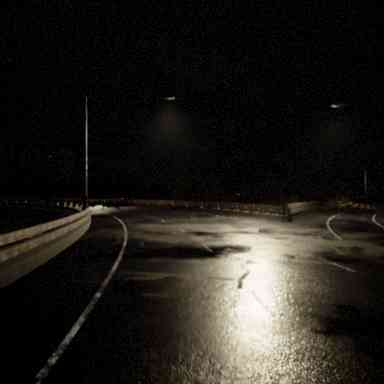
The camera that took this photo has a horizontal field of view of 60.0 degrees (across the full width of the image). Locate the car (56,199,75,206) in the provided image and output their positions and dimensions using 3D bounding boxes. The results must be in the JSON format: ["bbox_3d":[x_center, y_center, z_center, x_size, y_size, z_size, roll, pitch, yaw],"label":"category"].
[{"bbox_3d":[-26.532,2.106,68.907,1.882,1.535,5.008,0,-1,-44],"label":"car"}]

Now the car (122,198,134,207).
[{"bbox_3d":[-12.649,1.888,62.240,2.097,1.767,4.553,0,0,-34],"label":"car"}]

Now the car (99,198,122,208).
[{"bbox_3d":[-14.413,2.075,58.652,1.994,1.385,4.181,0,-1,-33],"label":"car"}]

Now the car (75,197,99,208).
[{"bbox_3d":[-18.544,2.048,58.521,1.812,1.442,4.674,0,-1,-35],"label":"car"}]

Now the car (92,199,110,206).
[{"bbox_3d":[-19.584,2.182,71.532,1.994,1.385,4.181,0,-1,-41],"label":"car"}]
